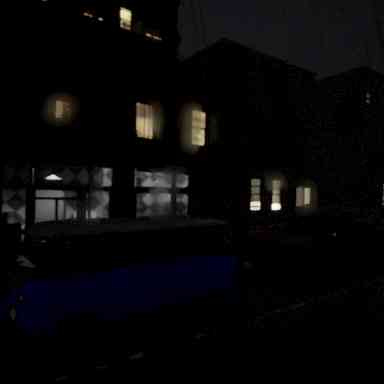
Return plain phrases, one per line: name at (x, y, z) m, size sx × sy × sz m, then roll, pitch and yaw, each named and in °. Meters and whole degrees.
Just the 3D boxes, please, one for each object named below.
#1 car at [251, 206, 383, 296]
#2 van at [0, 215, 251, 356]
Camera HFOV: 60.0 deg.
car at (3.329, 1.340, 8.946) m, size 5.009 × 1.841 × 2.192 m, roll 0°, pitch 1°, yaw -36°
van at (-1.061, 1.350, 5.789) m, size 3.998 × 1.788 × 1.690 m, roll 0°, pitch 1°, yaw -36°
